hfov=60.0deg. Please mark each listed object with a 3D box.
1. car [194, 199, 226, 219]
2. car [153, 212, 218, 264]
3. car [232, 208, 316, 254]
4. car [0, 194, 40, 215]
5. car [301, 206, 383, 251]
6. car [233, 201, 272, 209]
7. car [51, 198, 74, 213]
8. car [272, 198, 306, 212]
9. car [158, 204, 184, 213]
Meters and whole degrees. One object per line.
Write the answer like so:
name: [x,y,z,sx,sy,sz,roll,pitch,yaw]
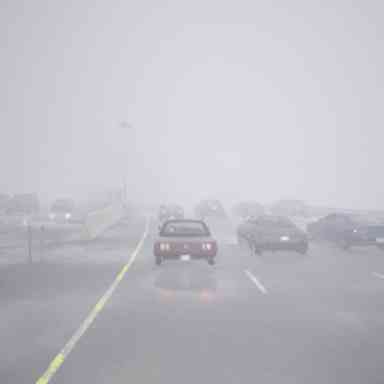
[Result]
car: [1.464,1.377,28.905,2.097,1.767,4.553,0,0,-8]
car: [-0.289,1.609,11.819,1.895,1.301,4.718,0,0,-3]
car: [3.101,1.583,13.565,1.994,1.385,4.181,0,0,-4]
car: [-17.373,1.193,34.378,2.150,2.045,5.566,0,0,-12]
car: [6.565,1.555,14.194,1.812,1.442,4.674,0,0,-4]
car: [4.929,1.527,29.437,2.128,1.511,4.902,0,0,-8]
car: [-14.399,1.463,37.202,1.882,1.535,5.008,0,0,-12]
car: [8.454,1.398,29.487,2.097,1.767,4.553,0,0,-8]
car: [-1.809,1.616,27.235,1.895,1.301,4.718,0,0,-7]
